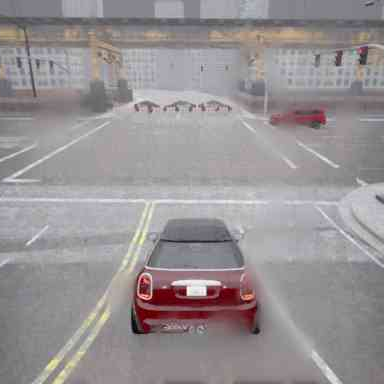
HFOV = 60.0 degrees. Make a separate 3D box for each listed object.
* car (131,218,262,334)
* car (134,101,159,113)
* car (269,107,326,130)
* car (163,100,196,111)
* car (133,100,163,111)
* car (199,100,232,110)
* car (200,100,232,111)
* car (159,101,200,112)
[{"bbox_3d":[0.078,1.344,7.142,2.097,1.767,4.553,0,5,0],"label":"car"},{"bbox_3d":[-6.479,-12.676,49.180,4.974,1.542,2.038,18,26,42],"label":"car"},{"bbox_3d":[10.745,-7.538,33.805,5.566,2.045,2.150,0,19,1],"label":"car"},{"bbox_3d":[-1.830,-12.804,49.074,4.536,1.218,1.853,-13,23,-33],"label":"car"},{"bbox_3d":[-6.516,-12.837,49.162,4.536,1.218,1.853,18,26,42],"label":"car"},{"bbox_3d":[3.465,-13.023,49.706,4.536,1.218,1.853,11,22,28],"label":"car"},{"bbox_3d":[3.511,-12.865,49.734,4.974,1.542,2.038,11,22,28],"label":"car"},{"bbox_3d":[-1.872,-12.645,49.097,4.974,1.542,2.038,-13,23,-33],"label":"car"}]
